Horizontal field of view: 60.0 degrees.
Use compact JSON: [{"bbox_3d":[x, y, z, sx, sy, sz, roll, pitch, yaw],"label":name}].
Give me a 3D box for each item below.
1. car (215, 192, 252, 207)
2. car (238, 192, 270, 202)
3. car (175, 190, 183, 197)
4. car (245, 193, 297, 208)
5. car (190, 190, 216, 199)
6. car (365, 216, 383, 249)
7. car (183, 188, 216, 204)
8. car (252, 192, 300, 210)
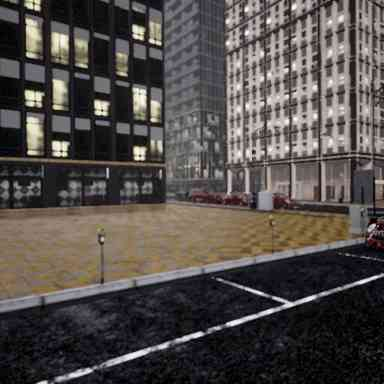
[{"bbox_3d":[4.842,0.850,35.827,1.802,1.307,4.206,1,1,-36],"label":"car"},{"bbox_3d":[8.370,0.643,45.287,1.802,1.307,4.206,0,1,-36],"label":"car"},{"bbox_3d":[-1.376,0.306,58.885,1.947,1.339,4.313,0,1,-36],"label":"car"},{"bbox_3d":[8.264,0.829,35.475,2.033,1.411,5.357,-1,2,-36],"label":"car"},{"bbox_3d":[1.774,0.370,54.491,1.752,1.417,4.829,0,1,-36],"label":"car"},{"bbox_3d":[8.281,1.297,12.466,4.097,1.590,1.967,-1,0,-35],"label":"car"},{"bbox_3d":[1.599,0.477,40.354,2.192,1.841,5.009,1,1,-36],"label":"car"},{"bbox_3d":[8.092,0.815,31.295,1.967,1.590,4.097,1,1,-36],"label":"car"}]
